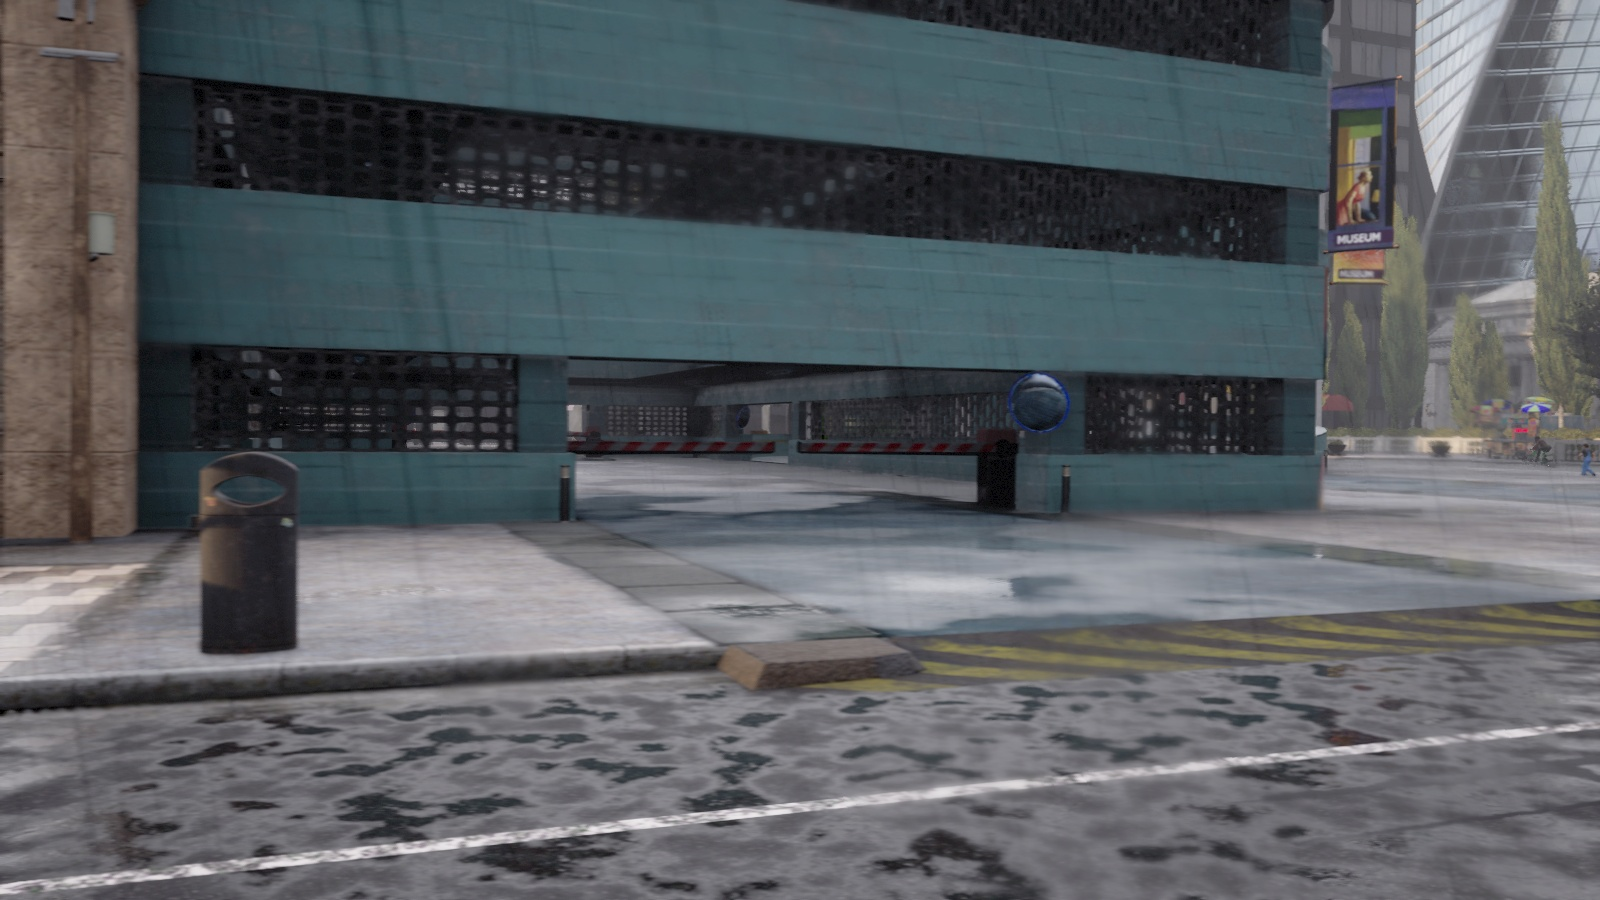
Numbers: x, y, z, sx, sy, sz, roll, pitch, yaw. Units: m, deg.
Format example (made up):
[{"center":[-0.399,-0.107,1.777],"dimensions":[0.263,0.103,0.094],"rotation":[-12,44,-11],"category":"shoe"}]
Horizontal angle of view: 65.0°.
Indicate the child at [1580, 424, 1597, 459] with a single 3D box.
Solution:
[{"center":[28.646,-0.317,45.612],"dimensions":[0.270,1.263,0.437],"rotation":[-1,1,-22],"category":"child"}]
